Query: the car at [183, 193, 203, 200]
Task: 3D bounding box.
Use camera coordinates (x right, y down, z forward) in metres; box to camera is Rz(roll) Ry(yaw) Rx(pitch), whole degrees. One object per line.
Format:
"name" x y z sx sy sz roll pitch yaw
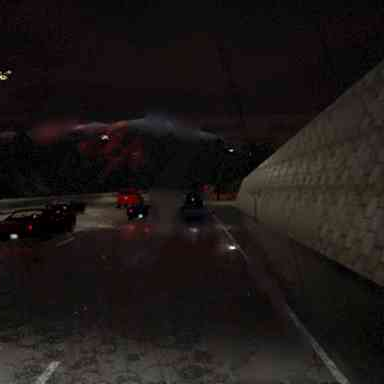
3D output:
"car" 0.106 0.850 37.354 2.097 1.767 4.553 0 1 0

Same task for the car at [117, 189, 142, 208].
"car" -6.892 0.719 37.358 2.150 2.045 5.566 0 1 0

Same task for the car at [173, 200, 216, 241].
"car" 0.104 1.319 15.284 1.812 1.442 4.674 0 1 0

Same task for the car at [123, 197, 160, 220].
"car" -3.395 1.274 24.236 1.895 1.301 4.718 0 1 0

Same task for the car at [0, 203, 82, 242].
"car" -6.897 1.396 15.151 1.895 1.301 4.718 0 1 0

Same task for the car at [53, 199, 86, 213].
"car" -10.393 1.227 27.805 1.895 1.301 4.718 0 1 0
